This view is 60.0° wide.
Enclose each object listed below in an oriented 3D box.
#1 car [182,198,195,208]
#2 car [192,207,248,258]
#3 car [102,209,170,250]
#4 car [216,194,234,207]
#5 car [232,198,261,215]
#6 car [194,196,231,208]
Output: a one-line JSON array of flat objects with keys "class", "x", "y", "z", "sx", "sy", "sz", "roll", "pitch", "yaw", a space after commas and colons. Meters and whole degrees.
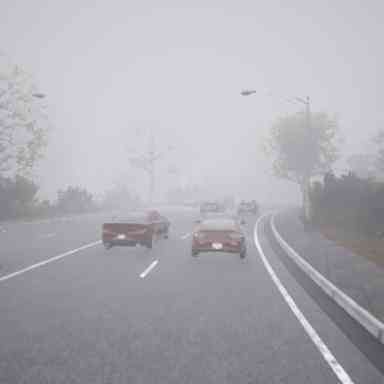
[{"class": "car", "x": 0.404, "y": 1.551, "z": 49.338, "sx": 2.033, "sy": 1.411, "sz": 5.357, "roll": 0, "pitch": 0, "yaw": 24}, {"class": "car", "x": 1.084, "y": 1.536, "z": 12.795, "sx": 1.812, "sy": 1.442, "sz": 4.674, "roll": 0, "pitch": 0, "yaw": 7}, {"class": "car", "x": -2.233, "y": 1.475, "z": 14.473, "sx": 1.882, "sy": 1.535, "sz": 5.008, "roll": 0, "pitch": 0, "yaw": 7}, {"class": "car", "x": 4.669, "y": 1.253, "z": 50.062, "sx": 2.150, "sy": 2.045, "sz": 5.566, "roll": 0, "pitch": 0, "yaw": 26}, {"class": "car", "x": 5.882, "y": 1.530, "z": 33.910, "sx": 2.128, "sy": 1.511, "sz": 4.902, "roll": 0, "pitch": 0, "yaw": 18}, {"class": "car", "x": 2.214, "y": 1.511, "z": 33.922, "sx": 2.128, "sy": 1.511, "sz": 4.902, "roll": 0, "pitch": 0, "yaw": 17}]
